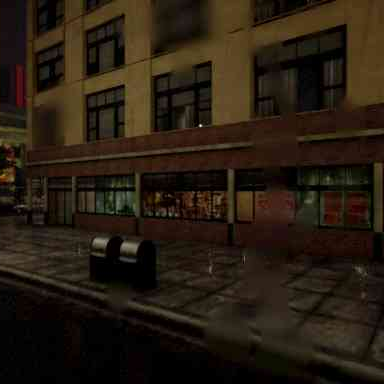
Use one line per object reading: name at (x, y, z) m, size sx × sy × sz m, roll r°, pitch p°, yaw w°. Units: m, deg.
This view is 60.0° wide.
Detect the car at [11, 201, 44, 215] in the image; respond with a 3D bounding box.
car at (-15.655, 1.589, 34.482) m, size 1.895 × 1.301 × 4.718 m, roll 0°, pitch 0°, yaw 36°

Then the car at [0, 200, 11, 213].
car at (-20.088, 1.534, 34.334) m, size 2.033 × 1.411 × 5.357 m, roll 0°, pitch 0°, yaw 36°
